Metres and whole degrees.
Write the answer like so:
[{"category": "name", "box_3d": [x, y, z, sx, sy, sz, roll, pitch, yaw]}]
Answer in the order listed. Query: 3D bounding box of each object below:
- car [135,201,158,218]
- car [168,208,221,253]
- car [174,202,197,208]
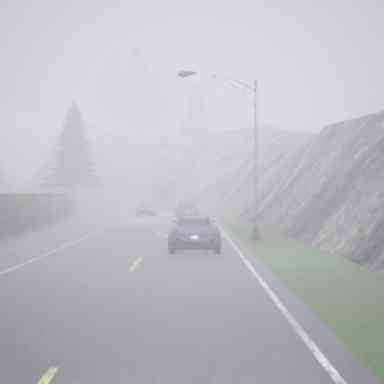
[{"category": "car", "box_3d": [-4.066, 1.533, 30.301, 2.033, 1.411, 5.357, 0, 0, -4]}, {"category": "car", "box_3d": [0.096, 1.557, 13.673, 1.994, 1.385, 4.181, 0, 0, 0]}, {"category": "car", "box_3d": [-0.596, 1.550, 29.220, 1.994, 1.385, 4.181, 0, 0, -7]}]
